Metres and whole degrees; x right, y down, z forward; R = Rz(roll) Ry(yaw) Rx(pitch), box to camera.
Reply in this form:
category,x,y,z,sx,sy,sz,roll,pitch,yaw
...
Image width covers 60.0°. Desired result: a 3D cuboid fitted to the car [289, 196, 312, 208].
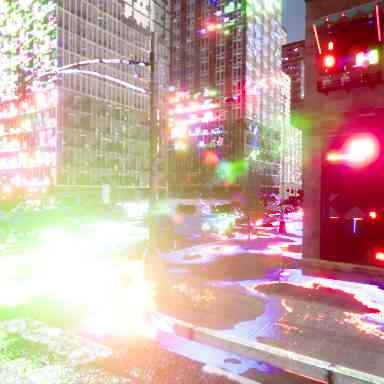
category,x,y,z,sx,sy,sz,roll,pitch,yaw
car,15.794,1.410,48.192,1.812,1.442,4.674,1,1,35

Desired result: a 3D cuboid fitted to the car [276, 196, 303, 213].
category,x,y,z,sx,sy,sz,roll,pitch,yaw
car,11.167,1.512,36.262,1.994,1.385,4.181,1,1,35

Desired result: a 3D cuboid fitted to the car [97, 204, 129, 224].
category,x,y,z,sx,sy,sz,roll,pitch,yaw
car,-6.084,1.465,21.871,1.947,1.339,4.313,1,1,35

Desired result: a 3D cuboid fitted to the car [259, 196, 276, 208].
category,x,y,z,sx,sy,sz,roll,pitch,yaw
car,9.875,1.292,44.465,1.967,1.590,4.097,1,1,35

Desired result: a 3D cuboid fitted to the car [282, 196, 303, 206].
category,x,y,z,sx,sy,sz,roll,pitch,yaw
car,16.160,1.362,53.365,1.752,1.417,4.829,1,1,35

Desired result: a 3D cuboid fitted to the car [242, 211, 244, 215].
category,x,y,z,sx,sy,sz,roll,pitch,yaw
car,3.289,1.516,30.652,1.895,1.301,4.718,1,1,35

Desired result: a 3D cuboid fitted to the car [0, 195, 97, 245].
category,x,y,z,sx,sy,sz,roll,pitch,yaw
car,-7.673,1.166,15.724,2.150,2.045,5.566,1,1,40

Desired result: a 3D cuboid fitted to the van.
category,x,y,z,sx,sy,sz,roll,pitch,yaw
van,0.763,1.367,17.034,1.690,1.788,3.998,1,1,35

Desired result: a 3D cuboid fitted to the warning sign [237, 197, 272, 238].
category,x,y,z,sx,sy,sz,roll,pitch,yaw
warning sign,3.048,1.176,16.147,1.300,1.860,1.060,1,1,35
